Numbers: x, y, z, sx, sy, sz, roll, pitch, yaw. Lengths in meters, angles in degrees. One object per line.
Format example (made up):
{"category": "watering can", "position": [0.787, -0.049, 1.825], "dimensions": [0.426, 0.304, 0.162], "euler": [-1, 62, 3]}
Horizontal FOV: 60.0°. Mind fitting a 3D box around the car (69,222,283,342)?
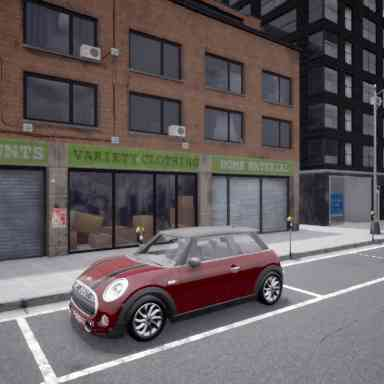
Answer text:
{"category": "car", "position": [-0.174, 1.440, 6.401], "dimensions": [4.097, 1.590, 1.967], "euler": [0, 0, -35]}
